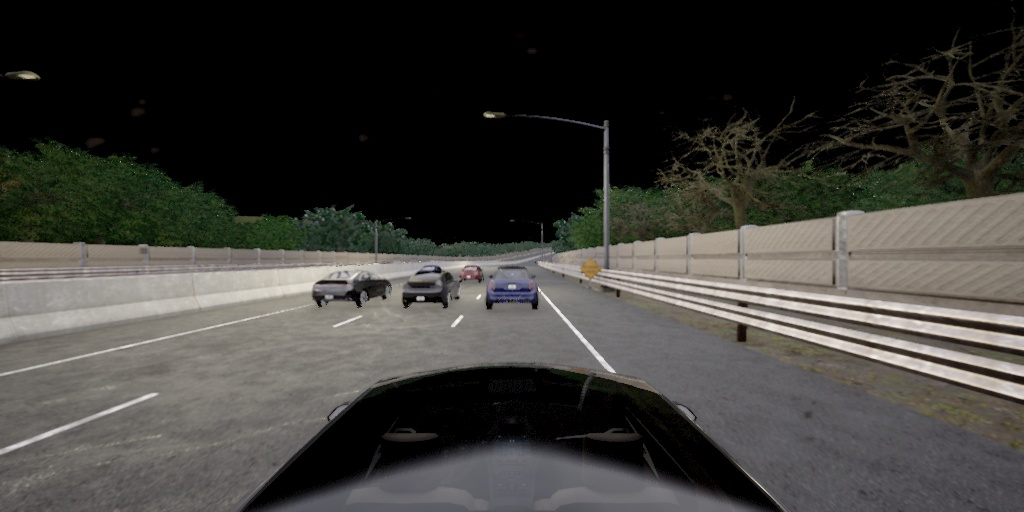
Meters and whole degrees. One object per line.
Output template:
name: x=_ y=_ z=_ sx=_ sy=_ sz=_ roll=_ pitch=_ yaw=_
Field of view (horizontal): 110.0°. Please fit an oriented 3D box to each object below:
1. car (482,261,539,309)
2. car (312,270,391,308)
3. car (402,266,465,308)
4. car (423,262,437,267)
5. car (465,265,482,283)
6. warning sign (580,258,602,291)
car: x=0.008 y=1.227 z=15.901 sx=2.097 sy=1.767 sz=4.553 roll=0 pitch=-1 yaw=0
car: x=-6.990 y=1.372 z=16.143 sx=2.128 sy=1.511 sz=4.902 roll=0 pitch=0 yaw=0
car: x=-3.491 y=1.387 z=16.132 sx=1.837 sy=1.490 sz=4.892 roll=0 pitch=0 yaw=0
car: x=-6.981 y=1.525 z=31.232 sx=1.812 sy=1.442 sz=4.674 roll=0 pitch=0 yaw=0
car: x=-3.480 y=1.525 z=31.235 sx=1.812 sy=1.442 sz=4.674 roll=0 pitch=0 yaw=0
warning sign: x=4.559 y=1.036 z=20.996 sx=1.300 sy=1.860 sz=1.060 roll=0 pitch=0 yaw=0
